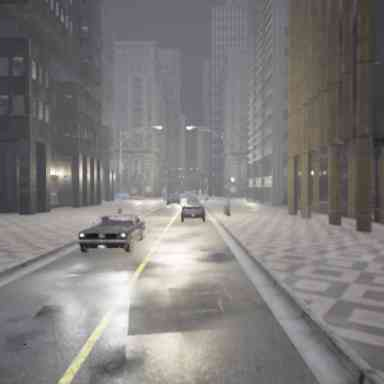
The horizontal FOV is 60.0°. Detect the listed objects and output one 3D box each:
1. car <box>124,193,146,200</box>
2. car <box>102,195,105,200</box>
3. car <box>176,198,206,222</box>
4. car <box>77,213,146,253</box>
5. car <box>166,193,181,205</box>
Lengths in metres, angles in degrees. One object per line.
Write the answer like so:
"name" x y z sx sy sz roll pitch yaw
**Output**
"car" -14.673 1.550 88.267 4.829 1.417 1.752 0 1 0
"car" -25.423 1.538 88.229 4.507 1.381 1.887 0 1 0
"car" 0.087 1.460 26.200 2.128 1.511 4.902 0 0 0
"car" -3.107 1.580 13.691 1.895 1.301 4.718 0 0 0
"car" -3.074 1.173 56.262 2.150 2.045 5.566 0 0 1
